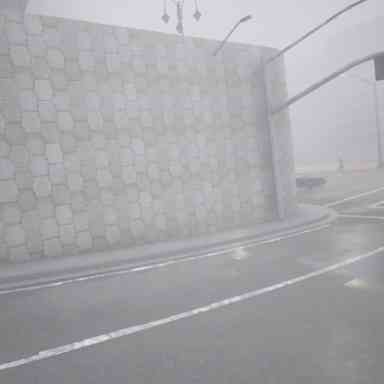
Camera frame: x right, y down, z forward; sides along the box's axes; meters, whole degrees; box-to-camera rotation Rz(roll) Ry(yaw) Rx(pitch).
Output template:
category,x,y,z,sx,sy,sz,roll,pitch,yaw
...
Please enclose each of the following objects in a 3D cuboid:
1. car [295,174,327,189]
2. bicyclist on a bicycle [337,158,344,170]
category,x,y,z,sx,sy,sz,roll,pitch,yaw
car,9.998,-1.018,30.961,1.895,1.301,4.718,-11,6,-35
bicyclist on a bicycle,20.043,-3.827,44.887,1.656,1.620,0.582,-11,6,-35
